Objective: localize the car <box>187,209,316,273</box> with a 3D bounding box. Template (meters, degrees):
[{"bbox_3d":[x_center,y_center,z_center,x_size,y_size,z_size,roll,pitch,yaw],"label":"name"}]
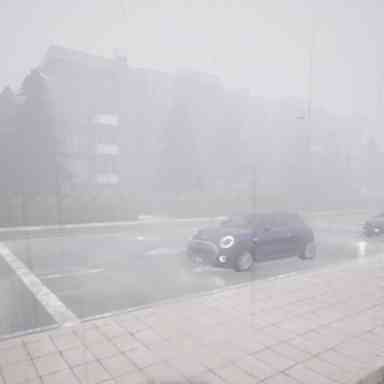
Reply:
[{"bbox_3d":[2.034,1.403,11.035,4.553,1.767,2.097,0,0,-36],"label":"car"}]

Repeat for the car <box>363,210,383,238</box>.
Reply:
[{"bbox_3d":[10.854,1.628,17.434,4.892,1.490,1.837,1,0,-36],"label":"car"}]
